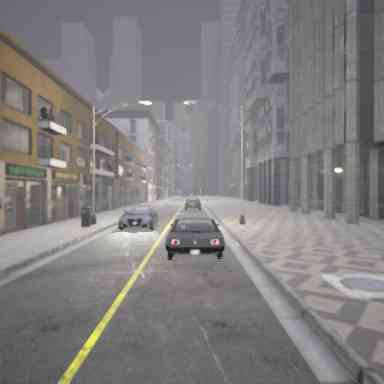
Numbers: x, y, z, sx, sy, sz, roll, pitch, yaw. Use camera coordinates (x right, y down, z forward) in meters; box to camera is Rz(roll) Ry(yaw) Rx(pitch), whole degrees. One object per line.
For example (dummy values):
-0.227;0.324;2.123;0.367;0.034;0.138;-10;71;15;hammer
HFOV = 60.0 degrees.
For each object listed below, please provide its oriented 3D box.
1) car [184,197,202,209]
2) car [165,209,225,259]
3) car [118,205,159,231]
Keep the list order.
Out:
0.117;1.355;40.239;2.128;1.511;4.902;0;0;0;car
0.101;1.548;12.395;1.895;1.301;4.718;0;0;0;car
-3.089;1.480;19.938;1.994;1.385;4.181;0;0;0;car
